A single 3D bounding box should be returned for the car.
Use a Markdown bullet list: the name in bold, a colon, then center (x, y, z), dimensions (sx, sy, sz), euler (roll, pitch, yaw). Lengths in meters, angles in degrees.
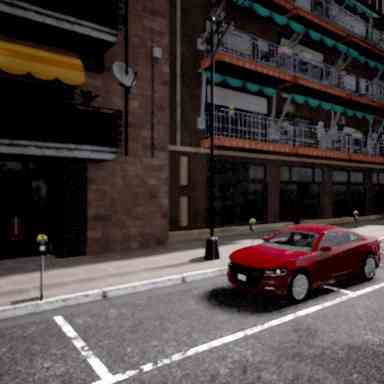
- **car**: center (2.860, 1.495, 8.139), dimensions (4.507, 1.381, 1.887), euler (-1, 1, -36)
